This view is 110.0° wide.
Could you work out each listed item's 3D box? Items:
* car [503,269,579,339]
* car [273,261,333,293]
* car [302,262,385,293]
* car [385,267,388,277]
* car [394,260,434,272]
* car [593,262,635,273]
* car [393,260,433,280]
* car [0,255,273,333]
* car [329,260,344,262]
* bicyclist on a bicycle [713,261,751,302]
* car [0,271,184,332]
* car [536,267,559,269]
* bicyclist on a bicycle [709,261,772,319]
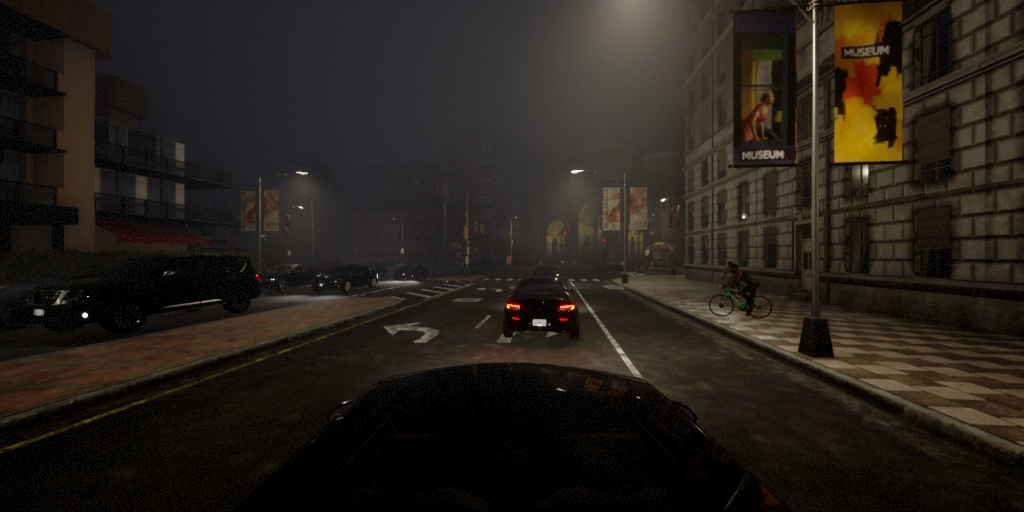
[{"bbox_3d":[0.859,1.276,10.039,1.812,1.442,4.674,0,0,7],"label":"car"},{"bbox_3d":[-13.159,1.241,21.095,2.128,1.511,4.902,0,0,6],"label":"car"},{"bbox_3d":[-9.632,1.255,21.012,1.837,1.490,4.892,0,0,7],"label":"car"},{"bbox_3d":[-12.405,1.297,31.491,2.033,1.411,5.357,0,0,-4],"label":"car"},{"bbox_3d":[-12.522,1.275,45.930,4.674,1.442,1.812,0,0,7],"label":"car"},{"bbox_3d":[12.151,1.350,42.935,4.718,1.301,1.895,0,0,7],"label":"car"},{"bbox_3d":[-8.656,1.314,31.025,1.994,1.385,4.181,0,0,3],"label":"car"},{"bbox_3d":[-10.733,0.971,11.157,2.150,2.045,5.566,0,0,8],"label":"car"},{"bbox_3d":[-20.859,1.227,42.657,5.008,1.535,1.882,0,0,18],"label":"car"},{"bbox_3d":[9.246,1.050,15.035,1.656,1.620,0.582,0,0,-28],"label":"bicyclist on a bicycle"},{"bbox_3d":[-14.225,1.297,11.573,2.033,1.411,5.357,0,0,7],"label":"car"},{"bbox_3d":[1.888,1.276,18.884,1.812,1.442,4.674,0,0,6],"label":"car"},{"bbox_3d":[6.835,1.051,10.769,1.656,1.620,0.582,0,0,22],"label":"bicyclist on a bicycle"}]
